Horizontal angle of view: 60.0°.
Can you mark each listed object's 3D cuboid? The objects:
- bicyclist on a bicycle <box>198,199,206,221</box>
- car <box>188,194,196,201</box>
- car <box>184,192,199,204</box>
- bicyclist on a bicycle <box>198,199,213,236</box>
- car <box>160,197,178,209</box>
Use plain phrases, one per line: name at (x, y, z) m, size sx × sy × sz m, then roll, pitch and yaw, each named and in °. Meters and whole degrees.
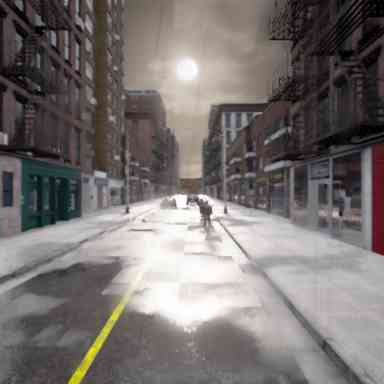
bicyclist on a bicycle at (0.754, 1.333, 25.666) m, size 0.582 × 1.620 × 1.656 m, roll 0°, pitch 0°, yaw 0°
car at (-0.008, 1.233, 73.989) m, size 1.895 × 1.301 × 4.718 m, roll 0°, pitch 0°, yaw 0°
car at (0.091, 1.080, 55.930) m, size 2.097 × 1.767 × 4.553 m, roll 0°, pitch 0°, yaw 0°
bicyclist on a bicycle at (0.754, 1.293, 16.838) m, size 0.659 × 1.776 × 1.843 m, roll 0°, pitch 0°, yaw 0°
car at (-2.840, 1.365, 41.657) m, size 1.994 × 1.385 × 4.181 m, roll 0°, pitch 0°, yaw 0°
